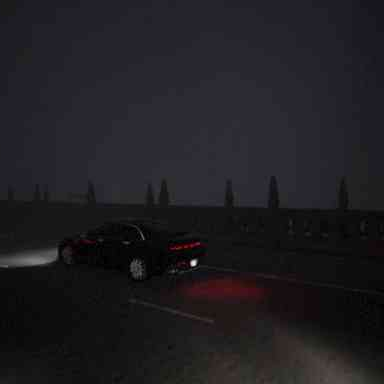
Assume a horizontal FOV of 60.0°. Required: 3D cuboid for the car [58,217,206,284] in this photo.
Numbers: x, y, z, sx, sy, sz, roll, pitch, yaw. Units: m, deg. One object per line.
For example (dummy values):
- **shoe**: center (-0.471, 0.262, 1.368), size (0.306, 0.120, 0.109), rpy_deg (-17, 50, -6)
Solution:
- **car**: center (-1.921, 1.507, 9.661), size (4.892, 1.490, 1.837), rpy_deg (0, 0, 36)
